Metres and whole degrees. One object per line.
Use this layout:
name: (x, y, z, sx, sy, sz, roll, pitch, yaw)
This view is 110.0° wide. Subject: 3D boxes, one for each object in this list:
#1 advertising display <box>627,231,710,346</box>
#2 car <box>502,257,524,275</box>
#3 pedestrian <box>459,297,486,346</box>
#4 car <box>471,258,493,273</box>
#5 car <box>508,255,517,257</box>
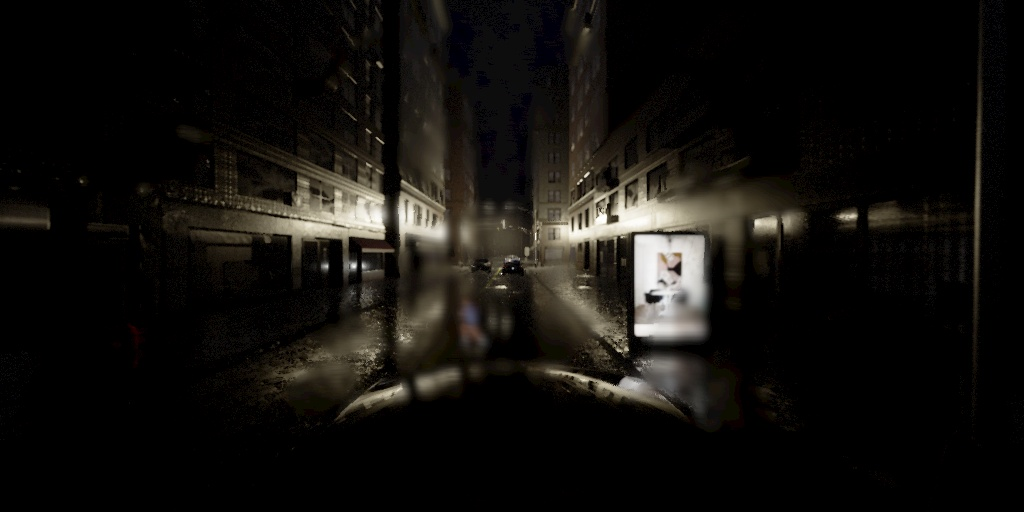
advertising display: (3.134, 0.733, 7.252, 1.540, 2.440, 0.280, 0, 0, 0)
car: (0.088, 1.055, 34.046, 1.994, 1.385, 4.181, 0, 0, 0)
pedestrian: (-0.876, 1.378, 7.781, 0.500, 1.100, 0.500, 0, 1, -10)
car: (-3.075, 0.969, 37.476, 1.837, 1.490, 4.892, 0, 0, 0)
car: (0.076, 0.711, 49.532, 2.097, 1.767, 4.553, 0, 1, 0)
